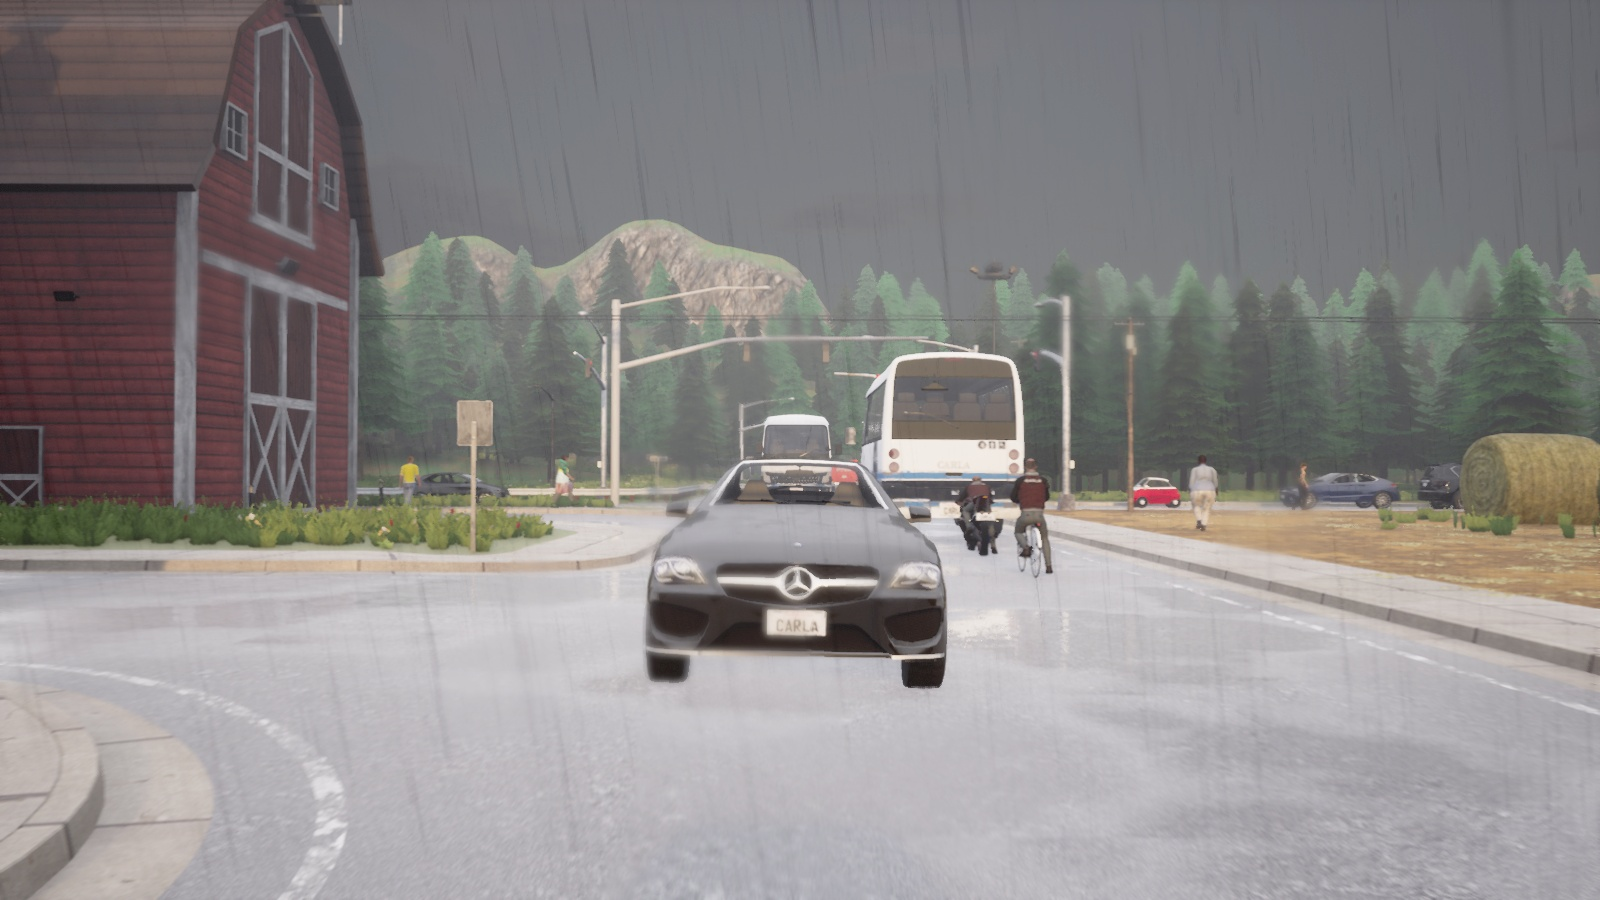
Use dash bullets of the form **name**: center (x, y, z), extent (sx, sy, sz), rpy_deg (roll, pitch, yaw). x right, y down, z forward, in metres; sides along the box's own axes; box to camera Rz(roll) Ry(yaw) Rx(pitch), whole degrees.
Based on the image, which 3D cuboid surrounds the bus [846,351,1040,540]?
- **bus**: center (3.407, -0.020, 33.392), extent (3.944, 4.253, 10.273), rpy_deg (0, -1, 0)

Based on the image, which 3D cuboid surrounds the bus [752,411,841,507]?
- **bus**: center (-0.168, 0.473, 61.395), extent (3.944, 4.253, 10.273), rpy_deg (0, -1, 0)

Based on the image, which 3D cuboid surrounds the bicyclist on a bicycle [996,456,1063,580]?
- **bicyclist on a bicycle**: center (3.449, 0.989, 19.008), extent (0.659, 1.776, 1.843), rpy_deg (0, -1, 0)

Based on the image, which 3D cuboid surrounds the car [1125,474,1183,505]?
- **car**: center (15.933, 1.780, 56.590), extent (2.207, 1.376, 1.481), rpy_deg (0, -1, 1)

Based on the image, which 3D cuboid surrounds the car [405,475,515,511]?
- **car**: center (-14.474, 1.810, 53.560), extent (4.193, 1.474, 1.816), rpy_deg (0, -1, 1)

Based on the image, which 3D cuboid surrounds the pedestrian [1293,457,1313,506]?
- **pedestrian**: center (19.015, 1.195, 47.504), extent (0.594, 1.836, 0.345), rpy_deg (0, -1, -3)

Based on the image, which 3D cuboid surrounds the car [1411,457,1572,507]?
- **car**: center (29.058, 1.330, 52.893), extent (5.566, 2.045, 2.150), rpy_deg (0, -1, 1)

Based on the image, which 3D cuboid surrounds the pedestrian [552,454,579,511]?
- **pedestrian**: center (-8.041, 1.109, 43.058), extent (0.873, 1.952, 0.659), rpy_deg (0, -1, -11)

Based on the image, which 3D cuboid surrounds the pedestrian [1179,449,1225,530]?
- **pedestrian**: center (9.435, 0.925, 29.531), extent (0.874, 1.855, 0.900), rpy_deg (0, -1, 8)

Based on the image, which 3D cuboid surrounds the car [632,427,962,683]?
- **car**: center (-0.025, 0.720, 10.774), extent (2.152, 1.651, 5.027), rpy_deg (1, -1, 0)

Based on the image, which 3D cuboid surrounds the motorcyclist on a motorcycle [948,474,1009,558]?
- **motorcyclist on a motorcycle**: center (3.435, 1.244, 24.356), extent (0.866, 1.530, 2.191), rpy_deg (0, -1, 0)

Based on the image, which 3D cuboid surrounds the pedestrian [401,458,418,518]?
- **pedestrian**: center (-12.057, 1.155, 38.755), extent (0.354, 1.836, 0.706), rpy_deg (0, -1, -4)

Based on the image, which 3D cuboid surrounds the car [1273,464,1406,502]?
- **car**: center (24.207, 1.469, 56.467), extent (5.027, 1.651, 2.152), rpy_deg (0, -1, 1)
